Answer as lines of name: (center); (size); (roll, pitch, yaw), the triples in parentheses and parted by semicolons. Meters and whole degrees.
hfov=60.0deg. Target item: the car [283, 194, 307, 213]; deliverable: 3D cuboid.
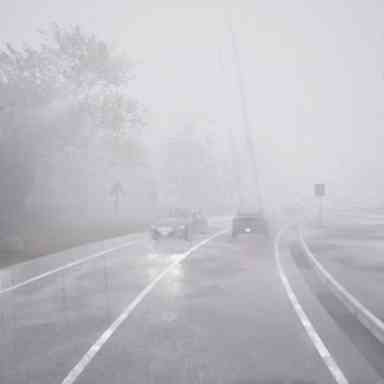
car: (10.738, 1.318, 34.680); (1.812, 1.442, 4.674); (-2, 1, 27)

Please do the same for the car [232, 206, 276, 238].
car: (3.387, 1.537, 18.040); (1.837, 1.490, 4.892); (-2, 0, 18)

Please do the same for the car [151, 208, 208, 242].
car: (-0.511, 1.586, 17.093); (2.128, 1.511, 4.902); (-1, -1, 17)

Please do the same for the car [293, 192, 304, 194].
car: (17.574, 0.727, 55.196); (1.837, 1.490, 4.892); (-2, 1, 27)
